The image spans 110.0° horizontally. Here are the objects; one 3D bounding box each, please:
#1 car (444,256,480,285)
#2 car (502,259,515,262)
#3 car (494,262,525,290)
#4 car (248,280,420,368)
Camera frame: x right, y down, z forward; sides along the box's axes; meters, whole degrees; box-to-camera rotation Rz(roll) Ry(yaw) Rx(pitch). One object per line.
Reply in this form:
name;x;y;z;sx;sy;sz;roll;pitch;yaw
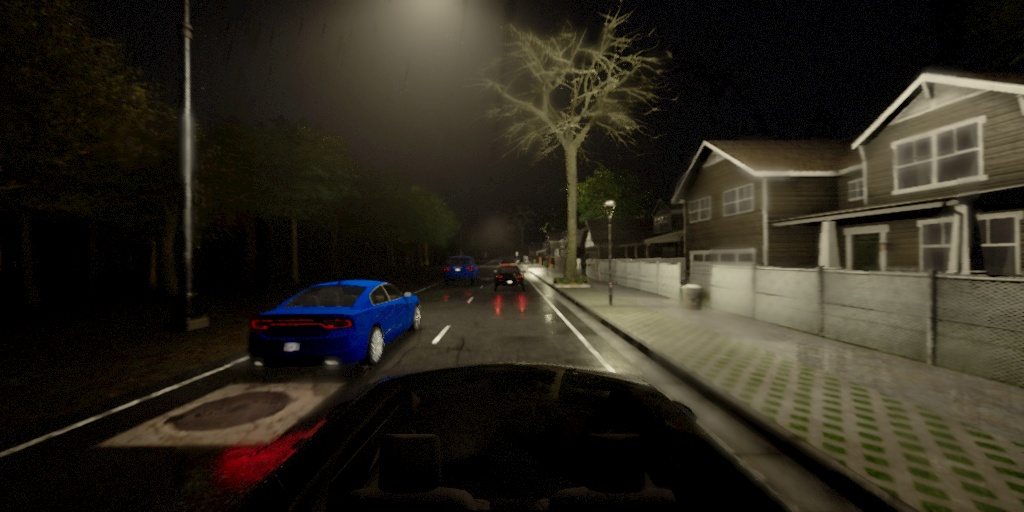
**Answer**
car;-3.701;1.025;26.899;2.150;2.045;5.566;0;0;-1
car;-0.368;1.130;39.541;2.097;1.767;4.553;0;0;-1
car;-0.149;1.297;22.475;1.812;1.442;4.674;0;0;-1
car;-3.458;1.263;8.049;1.882;1.535;5.008;0;0;-1
